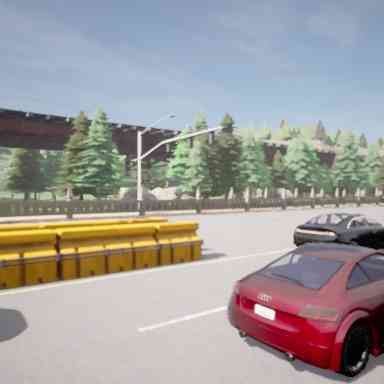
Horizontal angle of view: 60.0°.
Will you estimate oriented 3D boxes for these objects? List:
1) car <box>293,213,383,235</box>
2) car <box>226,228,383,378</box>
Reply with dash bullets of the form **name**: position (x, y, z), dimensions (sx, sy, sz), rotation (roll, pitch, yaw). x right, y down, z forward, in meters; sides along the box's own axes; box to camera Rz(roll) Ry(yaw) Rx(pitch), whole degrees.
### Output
- **car**: position (5.756, 1.518, 12.154), dimensions (4.902, 1.511, 2.128), rotation (0, 0, -36)
- **car**: position (2.601, 1.576, 5.602), dimensions (4.181, 1.385, 1.994), rotation (0, 0, -35)
